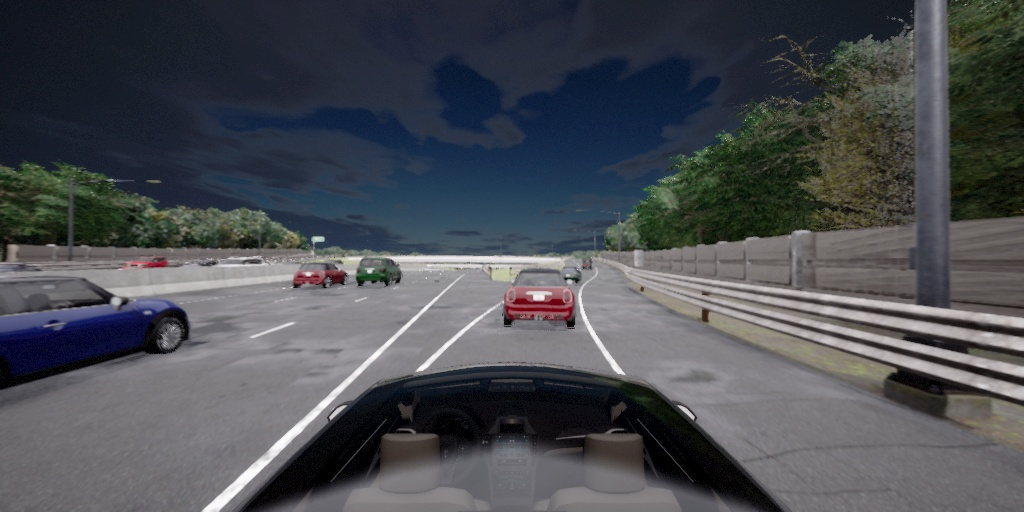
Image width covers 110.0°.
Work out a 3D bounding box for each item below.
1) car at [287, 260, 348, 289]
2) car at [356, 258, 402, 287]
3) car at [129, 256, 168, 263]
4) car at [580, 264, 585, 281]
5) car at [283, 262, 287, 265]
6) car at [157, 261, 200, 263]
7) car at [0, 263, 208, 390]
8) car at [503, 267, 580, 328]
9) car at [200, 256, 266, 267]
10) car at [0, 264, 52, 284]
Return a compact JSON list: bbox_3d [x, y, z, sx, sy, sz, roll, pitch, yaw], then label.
[{"bbox_3d":[-13.074,1.237,24.783,2.097,1.767,4.553,0,-1,-5],"label":"car"},{"bbox_3d":[-9.719,1.153,26.519,2.150,2.045,5.566,0,-1,-5],"label":"car"},{"bbox_3d":[-43.729,1.057,43.096,2.150,2.045,5.566,1,0,-21],"label":"car"},{"bbox_3d":[5.414,1.705,33.414,1.994,1.385,4.181,0,-1,15],"label":"car"},{"bbox_3d":[-29.424,1.551,47.671,2.097,1.767,4.553,0,-1,-5],"label":"car"},{"bbox_3d":[-27.946,1.413,31.456,1.812,1.442,4.674,0,-1,-5],"label":"car"},{"bbox_3d":[-7.795,1.081,5.755,2.097,1.767,4.553,0,0,-5],"label":"car"},{"bbox_3d":[0.974,1.195,12.087,2.097,1.767,4.553,0,-1,6],"label":"car"},{"bbox_3d":[-24.504,1.143,32.240,2.150,2.045,5.566,0,-1,-5],"label":"car"},{"bbox_3d":[-38.012,1.313,27.068,1.994,1.385,4.181,1,-1,-17],"label":"car"}]
